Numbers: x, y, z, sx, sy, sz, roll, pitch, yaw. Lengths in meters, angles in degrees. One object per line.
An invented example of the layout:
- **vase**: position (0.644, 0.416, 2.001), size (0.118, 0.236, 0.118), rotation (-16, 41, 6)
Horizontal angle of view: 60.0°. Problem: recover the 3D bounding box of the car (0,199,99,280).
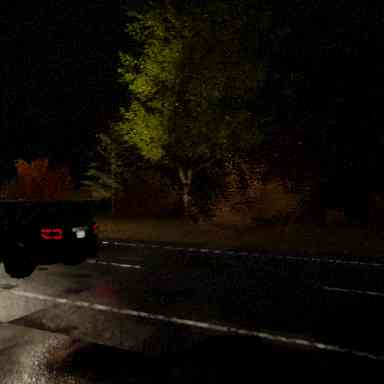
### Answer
- **car**: position (-5.429, 1.225, 10.024), size (5.566, 2.045, 2.150), rotation (0, -1, 24)
